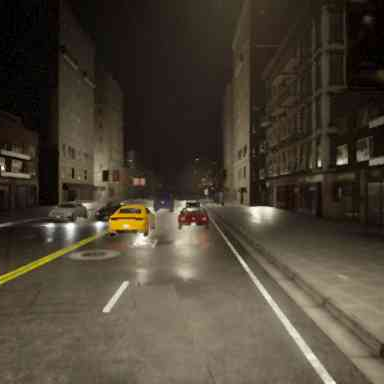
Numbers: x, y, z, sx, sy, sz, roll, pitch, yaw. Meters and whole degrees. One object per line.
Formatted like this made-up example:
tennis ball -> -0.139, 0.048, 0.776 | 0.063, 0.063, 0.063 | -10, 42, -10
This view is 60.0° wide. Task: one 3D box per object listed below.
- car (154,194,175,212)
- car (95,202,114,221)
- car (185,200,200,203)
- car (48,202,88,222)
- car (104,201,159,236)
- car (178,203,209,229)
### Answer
car -> -3.175, 1.236, 38.483 | 2.150, 2.045, 5.566 | 0, 0, 0
car -> -6.518, 1.558, 27.928 | 2.033, 1.411, 5.357 | 0, 0, 0
car -> 0.086, 1.618, 42.443 | 1.895, 1.301, 4.718 | 0, 0, 0
car -> -9.780, 1.536, 26.682 | 1.812, 1.442, 4.674 | 0, 0, 0
car -> -3.156, 1.484, 18.420 | 1.882, 1.535, 5.008 | 0, 0, 0
car -> 0.092, 1.609, 21.857 | 1.895, 1.301, 4.718 | 0, 0, 0
